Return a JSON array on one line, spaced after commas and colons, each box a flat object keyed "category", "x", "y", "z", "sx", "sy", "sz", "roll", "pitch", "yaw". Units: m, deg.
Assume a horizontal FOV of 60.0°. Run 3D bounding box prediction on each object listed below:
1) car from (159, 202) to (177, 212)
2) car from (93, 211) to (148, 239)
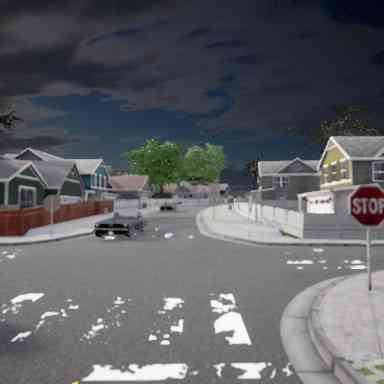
[{"category": "car", "x": -3.143, "y": 1.977, "z": 44.234, "sx": 1.895, "sy": 1.301, "sz": 4.718, "roll": 0, "pitch": -1, "yaw": 4}, {"category": "car", "x": -3.834, "y": 1.746, "z": 18.641, "sx": 1.895, "sy": 1.301, "sz": 4.718, "roll": 0, "pitch": 0, "yaw": 5}]
